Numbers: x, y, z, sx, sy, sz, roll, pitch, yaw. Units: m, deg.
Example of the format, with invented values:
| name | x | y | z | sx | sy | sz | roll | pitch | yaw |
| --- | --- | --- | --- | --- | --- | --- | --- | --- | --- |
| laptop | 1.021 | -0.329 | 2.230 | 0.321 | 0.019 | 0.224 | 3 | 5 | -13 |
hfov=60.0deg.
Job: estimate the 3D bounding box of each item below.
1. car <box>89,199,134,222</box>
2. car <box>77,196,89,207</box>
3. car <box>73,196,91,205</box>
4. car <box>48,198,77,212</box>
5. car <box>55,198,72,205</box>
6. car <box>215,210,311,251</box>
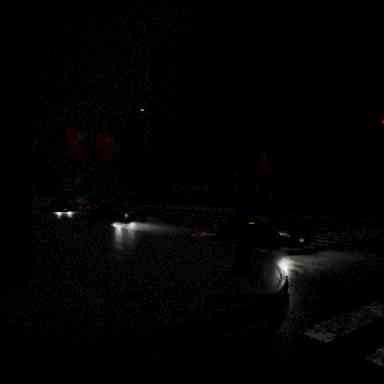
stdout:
| name | x | y | z | sx | sy | sz | roll | pitch | yaw |
| --- | --- | --- | --- | --- | --- | --- | --- | --- | --- |
| car | -6.480 | 1.581 | 27.569 | 2.128 | 1.511 | 4.902 | 0 | 0 | -36 |
| car | -18.959 | 1.742 | 56.428 | 1.812 | 1.442 | 4.674 | 0 | 0 | -36 |
| car | -22.011 | 1.611 | 66.250 | 2.097 | 1.767 | 4.553 | 0 | 0 | -36 |
| car | -16.543 | 1.702 | 41.629 | 2.033 | 1.411 | 5.357 | 0 | 0 | -35 |
| car | -25.231 | 1.856 | 65.160 | 1.895 | 1.301 | 4.718 | 0 | 0 | -36 |
| car | 2.847 | 1.551 | 14.443 | 1.812 | 1.442 | 4.674 | 0 | 0 | -34 |
